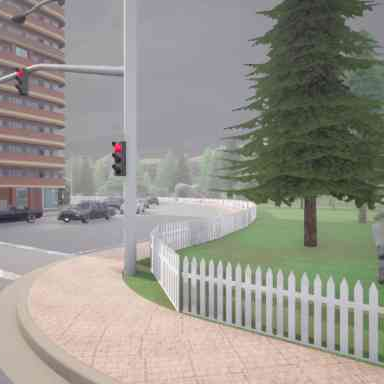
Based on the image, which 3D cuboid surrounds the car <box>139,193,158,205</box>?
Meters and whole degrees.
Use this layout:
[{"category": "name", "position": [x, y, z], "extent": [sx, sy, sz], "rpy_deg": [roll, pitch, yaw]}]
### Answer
[{"category": "car", "position": [-7.251, 1.445, 56.654], "extent": [1.837, 1.490, 4.892], "rpy_deg": [0, -1, -27]}]

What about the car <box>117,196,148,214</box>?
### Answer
[{"category": "car", "position": [-6.140, 1.470, 34.704], "extent": [1.812, 1.442, 4.674], "rpy_deg": [0, 0, 3]}]

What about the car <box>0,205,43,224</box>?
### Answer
[{"category": "car", "position": [-12.653, 1.545, 22.578], "extent": [1.895, 1.301, 4.718], "rpy_deg": [0, 0, 23]}]

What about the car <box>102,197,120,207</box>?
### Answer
[{"category": "car", "position": [-12.621, 1.508, 51.542], "extent": [1.994, 1.385, 4.181], "rpy_deg": [0, 0, -24]}]

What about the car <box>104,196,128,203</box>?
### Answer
[{"category": "car", "position": [-15.617, 1.492, 67.872], "extent": [5.357, 1.411, 2.033], "rpy_deg": [0, 0, 42]}]

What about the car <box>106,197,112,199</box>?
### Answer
[{"category": "car", "position": [-9.853, 1.492, 31.812], "extent": [2.033, 1.411, 5.357], "rpy_deg": [0, 0, 8]}]

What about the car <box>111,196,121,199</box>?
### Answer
[{"category": "car", "position": [-9.767, 1.492, 41.886], "extent": [2.033, 1.411, 5.357], "rpy_deg": [0, 0, -7]}]

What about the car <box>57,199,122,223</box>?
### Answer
[{"category": "car", "position": [-7.768, 1.492, 25.260], "extent": [2.033, 1.411, 5.357], "rpy_deg": [0, 0, 17]}]

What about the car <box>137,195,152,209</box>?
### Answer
[{"category": "car", "position": [-6.897, 1.470, 44.895], "extent": [1.812, 1.442, 4.674], "rpy_deg": [0, 0, -13]}]
